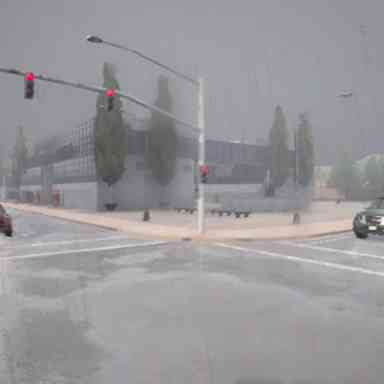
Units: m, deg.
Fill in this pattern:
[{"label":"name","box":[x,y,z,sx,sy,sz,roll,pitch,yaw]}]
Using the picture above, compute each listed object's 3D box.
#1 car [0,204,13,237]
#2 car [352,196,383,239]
[{"label":"car","box":[-10.816,1.333,17.266,2.097,1.767,4.553,0,0,-37]},{"label":"car","box":[10.041,1.216,16.236,5.566,2.045,2.150,0,0,-39]}]
